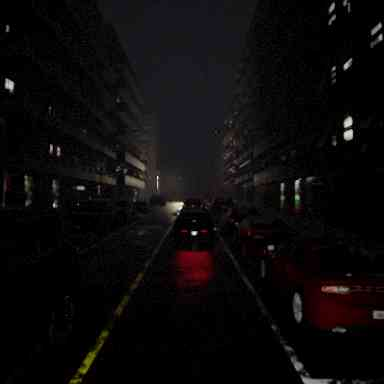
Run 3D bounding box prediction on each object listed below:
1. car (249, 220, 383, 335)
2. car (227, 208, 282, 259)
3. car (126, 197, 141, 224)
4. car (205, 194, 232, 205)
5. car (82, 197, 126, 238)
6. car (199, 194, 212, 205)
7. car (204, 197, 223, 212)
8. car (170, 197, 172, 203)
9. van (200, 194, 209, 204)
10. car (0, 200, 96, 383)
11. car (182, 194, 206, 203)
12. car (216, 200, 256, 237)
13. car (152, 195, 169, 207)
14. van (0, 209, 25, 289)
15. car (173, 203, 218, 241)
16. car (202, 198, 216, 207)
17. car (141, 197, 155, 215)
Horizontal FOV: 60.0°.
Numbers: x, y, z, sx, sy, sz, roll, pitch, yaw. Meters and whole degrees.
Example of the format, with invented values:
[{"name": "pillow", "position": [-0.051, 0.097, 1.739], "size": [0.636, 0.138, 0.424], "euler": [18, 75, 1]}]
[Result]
[{"name": "car", "position": [2.584, 1.541, 6.764], "size": [1.887, 1.381, 4.507], "euler": [1, 0, 0]}, {"name": "car", "position": [2.584, 1.539, 12.294], "size": [1.887, 1.381, 4.507], "euler": [1, 0, 0]}, {"name": "car", "position": [-5.290, 1.309, 23.417], "size": [2.192, 1.841, 5.009], "euler": [1, 0, 0]}, {"name": "car", "position": [2.556, 1.311, 28.888], "size": [2.192, 1.841, 5.009], "euler": [1, 0, 0]}, {"name": "car", "position": [-5.291, 1.308, 17.887], "size": [2.192, 1.841, 5.009], "euler": [1, 0, 0]}, {"name": "car", "position": [2.557, 1.362, 62.077], "size": [2.192, 1.841, 5.009], "euler": [1, 0, 0]}, {"name": "car", "position": [2.553, 1.446, 39.951], "size": [1.967, 1.590, 4.097], "euler": [1, 0, 0]}, {"name": "car", "position": [-5.295, 1.661, 73.194], "size": [1.802, 1.307, 4.206], "euler": [1, 0, 0]}, {"name": "van", "position": [2.556, 1.404, 67.609], "size": [1.690, 1.788, 3.998], "euler": [1, 0, 0]}, {"name": "car", "position": [-2.850, 1.219, 3.208], "size": [2.150, 2.045, 5.566], "euler": [0, 0, 0]}, {"name": "car", "position": [0.104, 1.351, 33.792], "size": [2.097, 1.767, 4.553], "euler": [0, 0, 0]}, {"name": "car", "position": [2.594, 1.434, 17.826], "size": [1.967, 1.590, 4.097], "euler": [1, 0, 0]}, {"name": "car", "position": [-5.290, 1.337, 51.070], "size": [2.192, 1.841, 5.009], "euler": [1, 0, 0]}, {"name": "van", "position": [-5.292, 1.337, 6.826], "size": [1.690, 1.788, 3.998], "euler": [1, 0, 0]}, {"name": "car", "position": [0.100, 1.498, 16.660], "size": [1.837, 1.490, 4.892], "euler": [0, 0, 0]}, {"name": "car", "position": [2.551, 1.604, 51.014], "size": [1.802, 1.307, 4.206], "euler": [1, 0, 0]}, {"name": "car", "position": [-5.296, 1.565, 34.480], "size": [1.947, 1.339, 4.313], "euler": [1, 0, 0]}]
